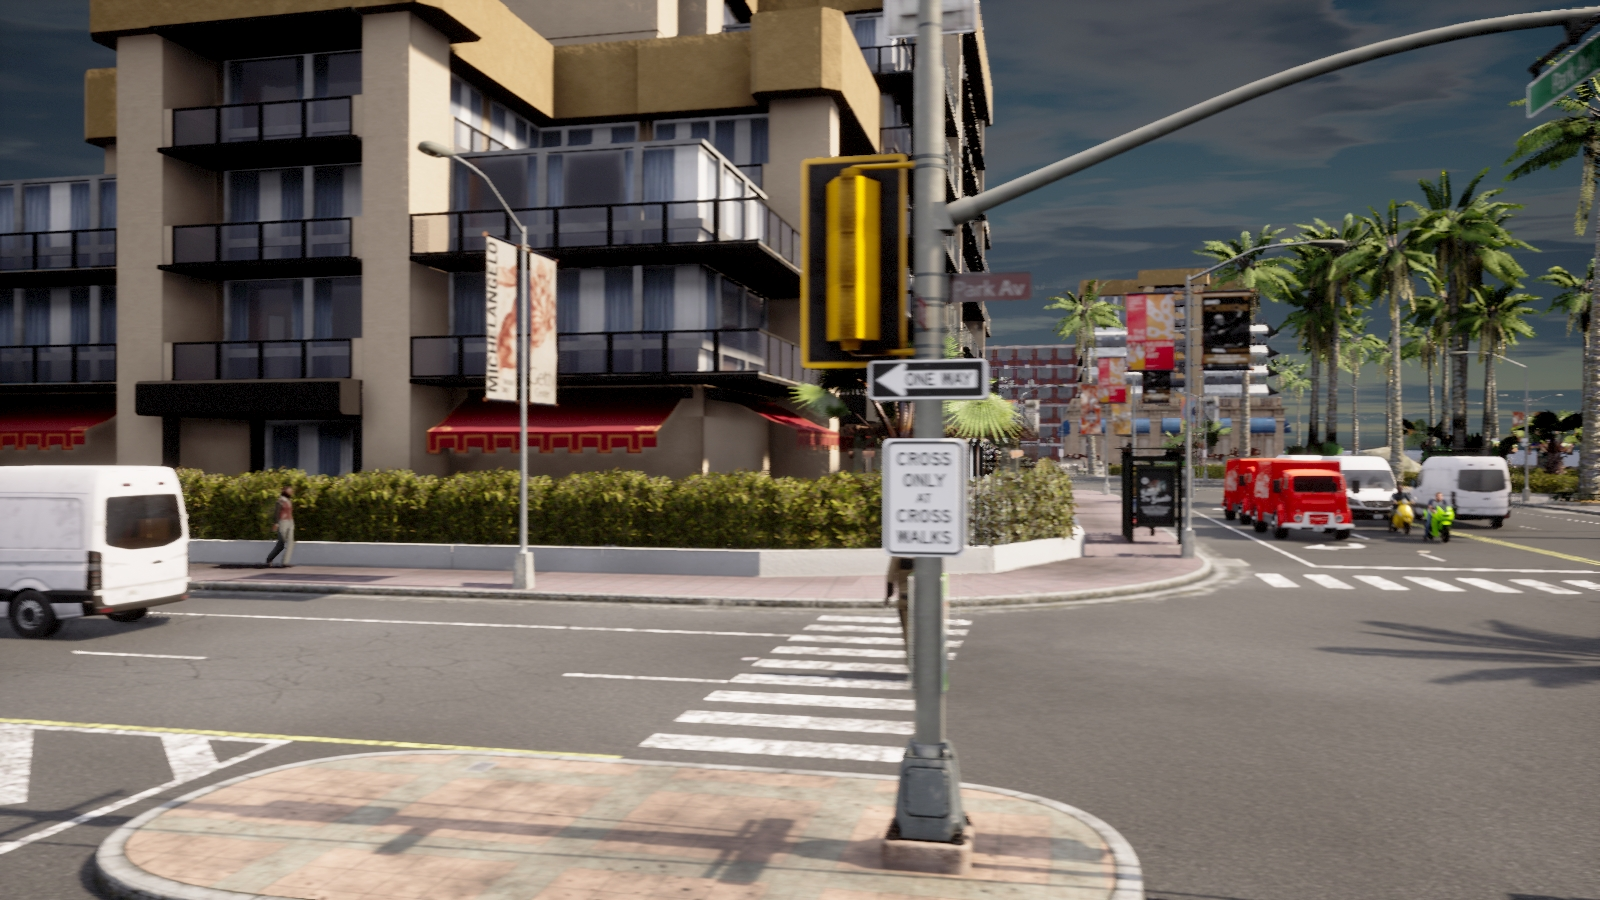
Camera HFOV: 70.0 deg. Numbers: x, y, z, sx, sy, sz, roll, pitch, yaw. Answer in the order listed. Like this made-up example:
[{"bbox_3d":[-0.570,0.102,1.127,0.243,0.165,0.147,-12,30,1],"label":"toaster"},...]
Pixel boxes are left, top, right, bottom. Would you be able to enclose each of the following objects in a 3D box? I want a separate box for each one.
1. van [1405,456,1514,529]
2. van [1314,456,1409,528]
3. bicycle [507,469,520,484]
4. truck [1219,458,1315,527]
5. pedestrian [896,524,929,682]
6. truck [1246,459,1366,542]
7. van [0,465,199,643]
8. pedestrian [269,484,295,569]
[{"bbox_3d":[25.010,1.529,43.596,1.988,2.561,5.915,0,0,13],"label":"van"},{"bbox_3d":[21.546,1.529,44.114,1.988,2.561,5.915,0,0,13],"label":"van"},{"bbox_3d":[-23.696,2.199,94.555,0.329,1.171,1.835,1,0,8],"label":"bicycle"},{"bbox_3d":[17.966,1.563,44.222,2.627,2.467,5.204,0,0,13],"label":"truck"},{"bbox_3d":[1.370,1.847,13.884,0.375,1.860,0.375,0,0,8],"label":"pedestrian"},{"bbox_3d":[16.434,1.561,37.454,2.627,2.467,5.204,0,0,13],"label":"truck"},{"bbox_3d":[-12.876,1.532,18.227,5.915,2.561,1.988,0,0,12],"label":"van"},{"bbox_3d":[-11.526,1.693,25.424,0.375,1.860,0.375,0,0,12],"label":"pedestrian"}]
